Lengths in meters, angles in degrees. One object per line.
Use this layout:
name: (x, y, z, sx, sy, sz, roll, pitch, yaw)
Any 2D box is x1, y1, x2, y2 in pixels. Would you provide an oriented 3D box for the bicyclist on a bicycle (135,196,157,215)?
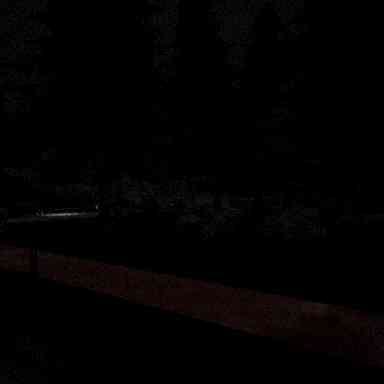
bicyclist on a bicycle: (-4.091, 1.141, 28.441, 1.656, 1.620, 0.582, 0, 0, 15)

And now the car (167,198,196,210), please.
car: (-1.101, 1.401, 39.742, 1.994, 1.385, 4.181, 0, 0, 35)

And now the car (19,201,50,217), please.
car: (-14.350, 1.438, 27.422, 1.895, 1.301, 4.718, 0, 0, 35)

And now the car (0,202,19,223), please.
car: (-14.195, 1.315, 21.246, 1.882, 1.535, 5.008, 0, 0, 35)

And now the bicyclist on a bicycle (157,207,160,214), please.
bicyclist on a bicycle: (-3.529, 1.142, 28.924, 1.656, 1.620, 0.582, 0, 0, 22)

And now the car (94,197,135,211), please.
car: (-8.295, 1.329, 35.907, 2.128, 1.511, 4.902, 0, 0, 36)
